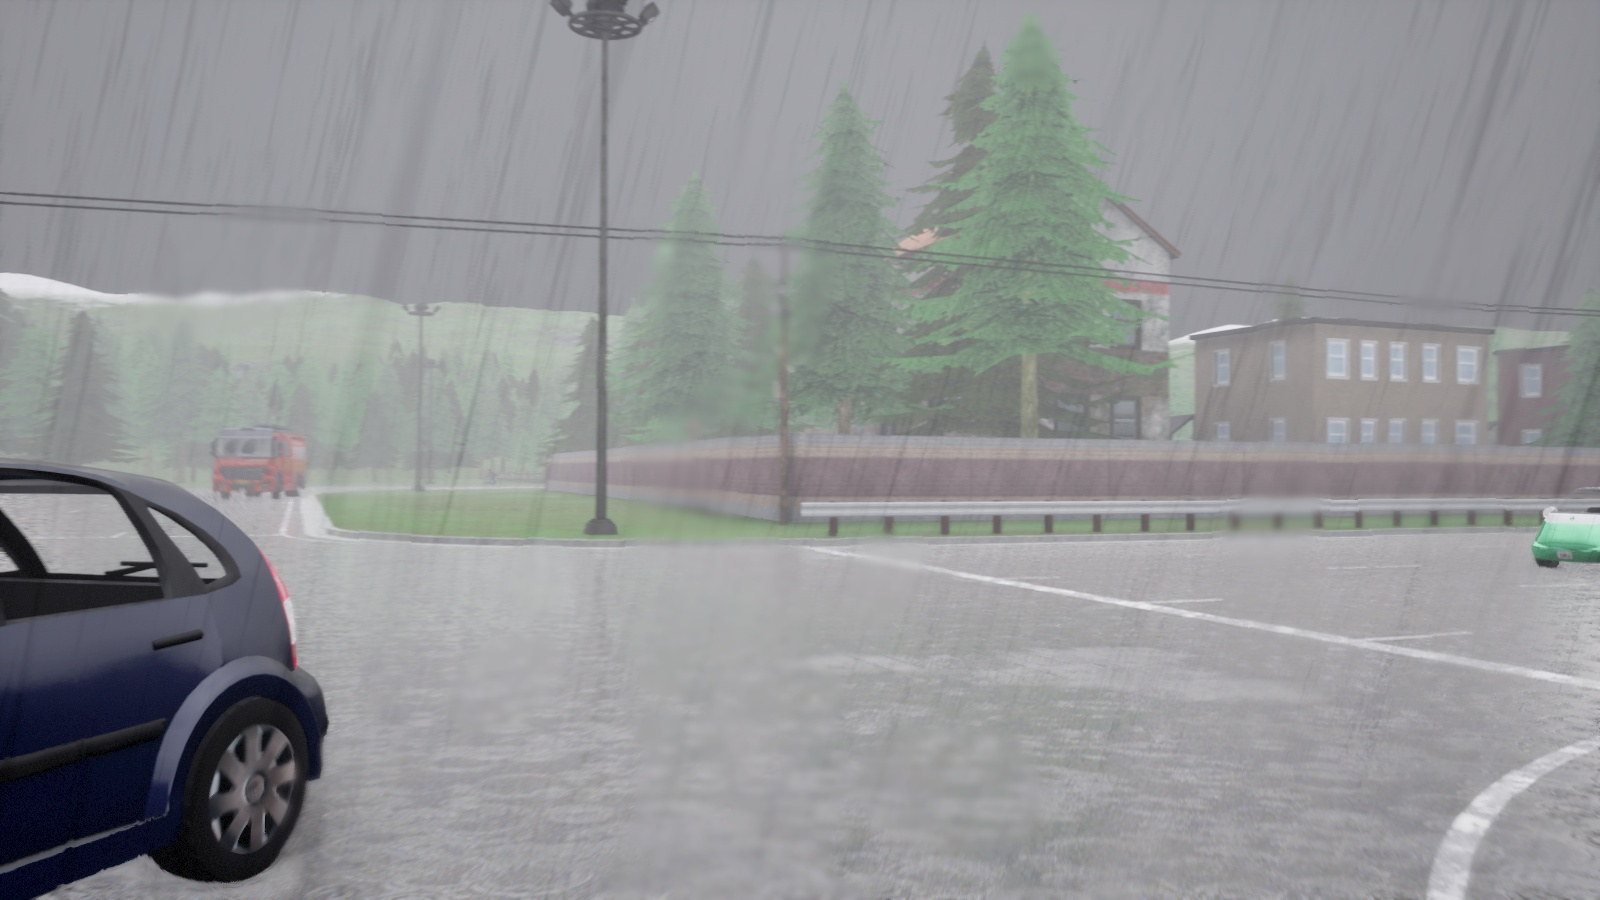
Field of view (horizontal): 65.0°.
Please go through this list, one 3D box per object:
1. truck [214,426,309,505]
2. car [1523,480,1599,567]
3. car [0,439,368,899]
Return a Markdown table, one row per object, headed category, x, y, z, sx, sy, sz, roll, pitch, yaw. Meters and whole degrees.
| category | x | y | z | sx | sy | sz | roll | pitch | yaw |
| --- | --- | --- | --- | --- | --- | --- | --- | --- | --- |
| truck | -28.052 | 0.822 | 65.809 | 2.891 | 3.827 | 8.468 | 0 | -1 | -11 |
| car | 13.424 | 1.186 | 20.784 | 2.207 | 1.376 | 1.481 | 1 | -1 | -22 |
| car | -3.249 | 0.782 | 3.647 | 1.851 | 1.617 | 3.988 | 0 | -1 | 15 |
